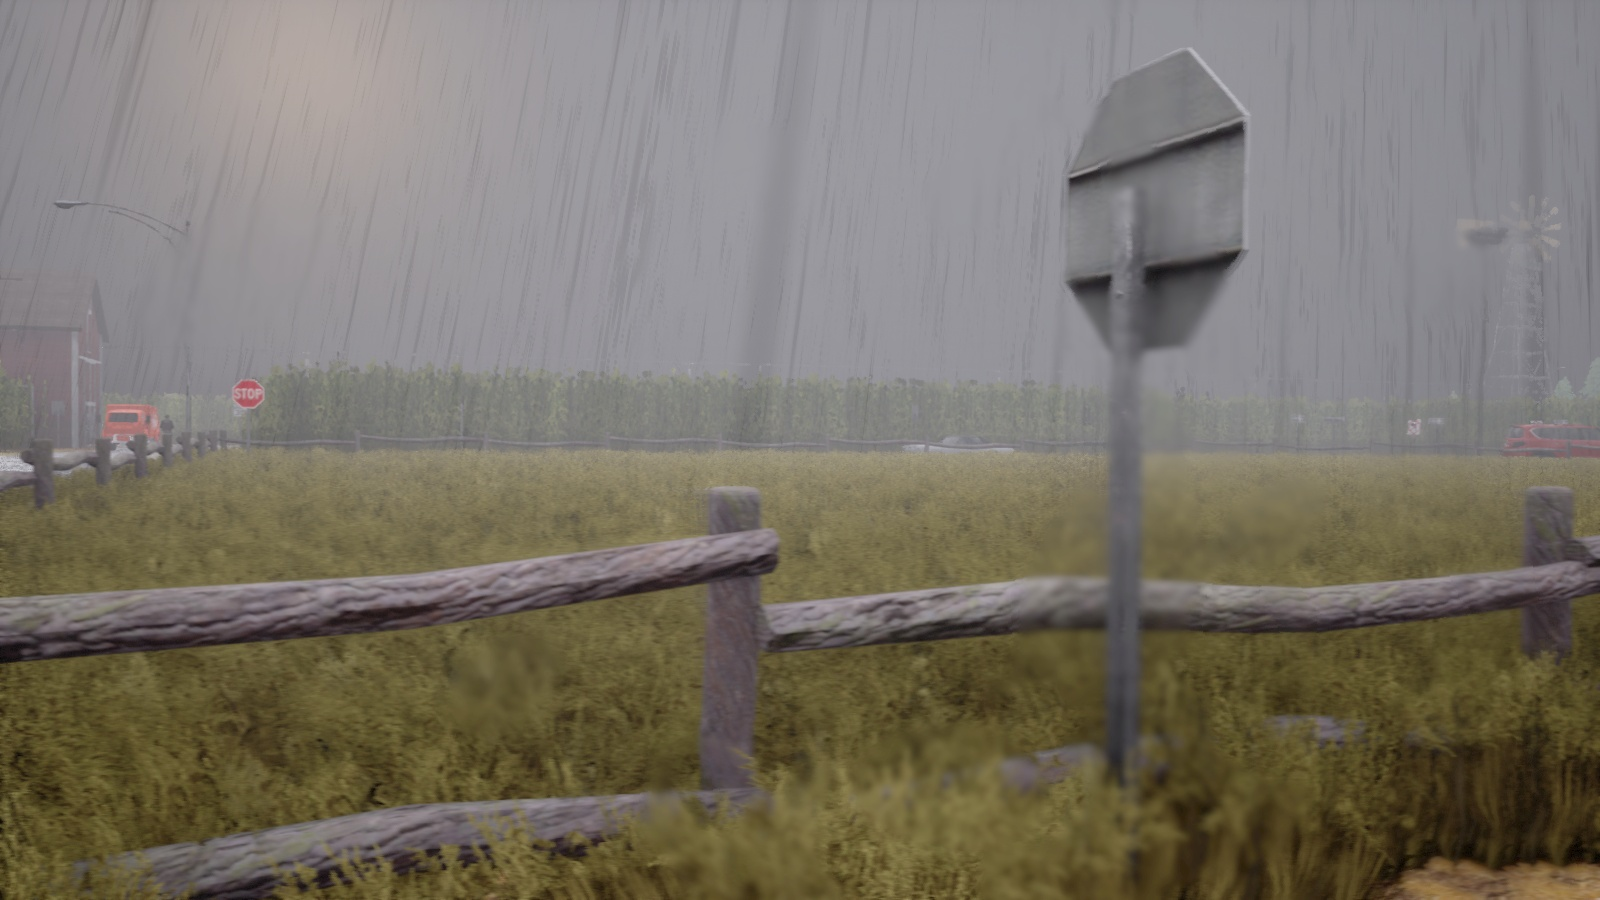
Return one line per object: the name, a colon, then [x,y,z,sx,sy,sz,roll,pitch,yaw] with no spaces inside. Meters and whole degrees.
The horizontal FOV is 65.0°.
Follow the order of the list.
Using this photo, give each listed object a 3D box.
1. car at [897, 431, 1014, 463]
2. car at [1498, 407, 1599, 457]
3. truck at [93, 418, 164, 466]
car: [6.751,-0.135,54.520,4.718,1.301,1.895,-1,1,-20]
car: [33.140,-0.787,53.496,5.566,2.045,2.150,-1,1,16]
truck: [-36.004,-0.425,67.475,2.627,2.467,5.204,-1,1,-21]
